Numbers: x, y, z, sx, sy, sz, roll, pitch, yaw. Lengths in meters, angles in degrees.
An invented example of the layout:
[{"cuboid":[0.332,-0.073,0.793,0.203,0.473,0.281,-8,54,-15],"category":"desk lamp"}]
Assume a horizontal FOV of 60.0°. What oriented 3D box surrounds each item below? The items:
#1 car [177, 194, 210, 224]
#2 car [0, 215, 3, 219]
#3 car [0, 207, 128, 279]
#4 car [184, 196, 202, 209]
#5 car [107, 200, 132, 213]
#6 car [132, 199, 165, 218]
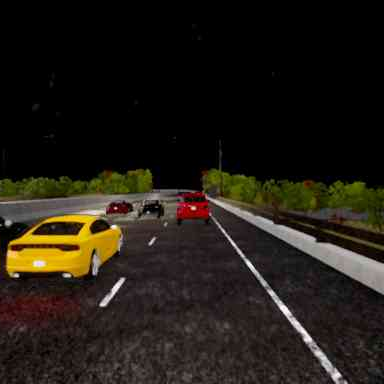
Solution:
[{"cuboid":[0.090,1.119,23.812,2.150,2.045,5.566,0,0,0],"category":"car"},{"cuboid":[-6.905,1.308,10.401,2.097,1.767,4.553,0,0,0],"category":"car"},{"cuboid":[-3.405,1.435,9.886,1.882,1.535,5.008,0,0,0],"category":"car"},{"cuboid":[0.083,1.311,42.221,2.128,1.511,4.902,0,0,0],"category":"car"},{"cuboid":[-6.914,1.427,32.153,1.994,1.385,4.181,0,0,0],"category":"car"},{"cuboid":[-3.413,1.370,28.409,2.128,1.511,4.902,0,0,0],"category":"car"}]
